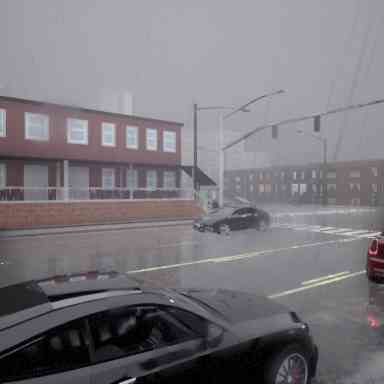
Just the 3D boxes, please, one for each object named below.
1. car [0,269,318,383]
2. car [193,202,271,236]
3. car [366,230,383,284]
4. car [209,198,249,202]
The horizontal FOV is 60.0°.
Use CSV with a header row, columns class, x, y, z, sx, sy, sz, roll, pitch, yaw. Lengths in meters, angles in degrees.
class,x,y,z,sx,sy,sz,roll,pitch,yaw
car,-0.770,1.526,3.205,4.674,1.442,1.812,0,0,-35
car,2.312,1.505,18.526,4.892,1.490,1.837,0,1,-36
car,6.428,1.352,8.392,4.553,1.767,2.097,0,0,-35
car,3.791,1.491,38.834,2.128,1.511,4.902,0,0,-36
